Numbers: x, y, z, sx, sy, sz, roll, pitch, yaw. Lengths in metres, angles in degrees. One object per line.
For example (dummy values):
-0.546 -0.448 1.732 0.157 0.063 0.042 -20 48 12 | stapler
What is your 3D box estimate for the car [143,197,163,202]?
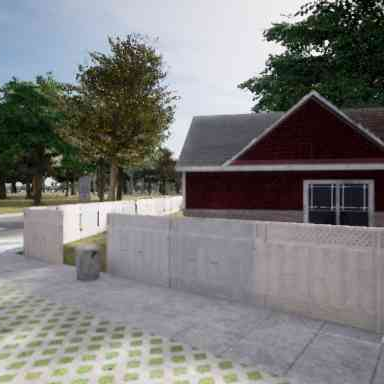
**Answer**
-5.455 1.331 45.620 1.895 1.301 4.718 0 0 12 | car
